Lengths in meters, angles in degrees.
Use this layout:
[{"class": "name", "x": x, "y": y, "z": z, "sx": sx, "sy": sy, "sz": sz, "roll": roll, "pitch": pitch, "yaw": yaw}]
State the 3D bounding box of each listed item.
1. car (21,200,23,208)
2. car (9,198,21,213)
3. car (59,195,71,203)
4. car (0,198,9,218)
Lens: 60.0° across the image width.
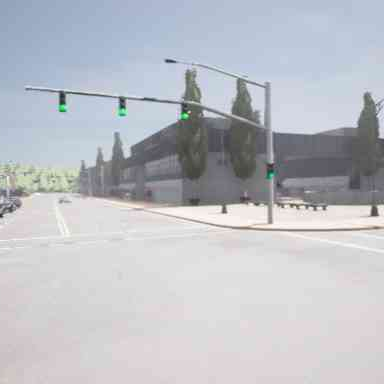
[{"class": "car", "x": -24.179, "y": 1.513, "z": 45.170, "sx": 1.994, "sy": 1.385, "sz": 4.181, "roll": -2, "pitch": 1, "yaw": -23}, {"class": "car", "x": -20.385, "y": 1.470, "z": 36.209, "sx": 2.128, "sy": 1.511, "sz": 4.902, "roll": -2, "pitch": 1, "yaw": -23}, {"class": "car", "x": -22.884, "y": 1.259, "z": 60.000, "sx": 1.812, "sy": 1.442, "sz": 4.674, "roll": -2, "pitch": 1, "yaw": -23}, {"class": "car", "x": -16.649, "y": 1.488, "z": 27.255, "sx": 1.882, "sy": 1.535, "sz": 5.008, "roll": -2, "pitch": 1, "yaw": -23}]
